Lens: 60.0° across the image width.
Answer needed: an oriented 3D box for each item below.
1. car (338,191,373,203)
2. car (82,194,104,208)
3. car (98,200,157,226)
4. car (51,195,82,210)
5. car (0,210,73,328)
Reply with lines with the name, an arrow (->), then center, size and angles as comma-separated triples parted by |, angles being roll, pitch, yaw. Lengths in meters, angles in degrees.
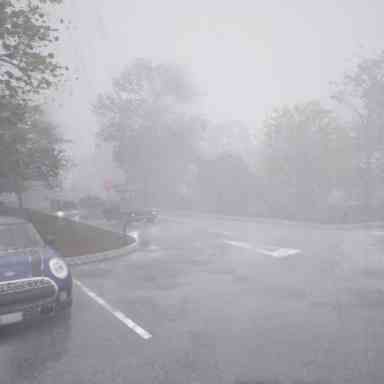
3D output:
car -> 24.086, 0.595, 49.150 | 2.097, 1.767, 4.553 | -4, 4, -36
car -> -11.230, 0.951, 37.099 | 1.994, 1.385, 4.181 | -4, 3, -35
car -> -4.216, 1.374, 22.008 | 1.895, 1.301, 4.718 | -4, 3, -37
car -> -13.486, 1.089, 34.922 | 1.812, 1.442, 4.674 | -4, 3, -36
car -> -4.077, 1.346, 6.940 | 2.185, 1.767, 4.553 | -1, 0, -35
